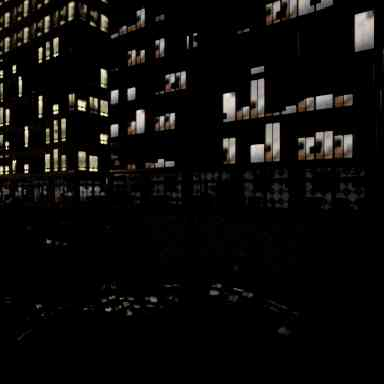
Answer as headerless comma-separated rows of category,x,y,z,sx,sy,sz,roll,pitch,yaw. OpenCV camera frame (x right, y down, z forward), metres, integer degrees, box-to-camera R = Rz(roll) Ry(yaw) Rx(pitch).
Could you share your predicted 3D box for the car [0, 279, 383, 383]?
car,-0.441,1.566,3.184,4.313,1.339,1.947,0,0,36
